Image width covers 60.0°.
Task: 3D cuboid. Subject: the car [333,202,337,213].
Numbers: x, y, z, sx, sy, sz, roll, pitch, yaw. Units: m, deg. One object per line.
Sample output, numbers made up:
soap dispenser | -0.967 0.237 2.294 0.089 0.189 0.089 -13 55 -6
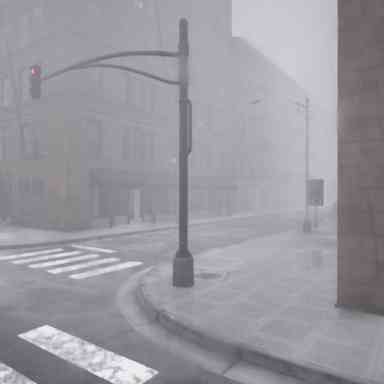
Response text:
car | 18.544 1.734 40.457 1.882 1.535 5.008 0 0 35
